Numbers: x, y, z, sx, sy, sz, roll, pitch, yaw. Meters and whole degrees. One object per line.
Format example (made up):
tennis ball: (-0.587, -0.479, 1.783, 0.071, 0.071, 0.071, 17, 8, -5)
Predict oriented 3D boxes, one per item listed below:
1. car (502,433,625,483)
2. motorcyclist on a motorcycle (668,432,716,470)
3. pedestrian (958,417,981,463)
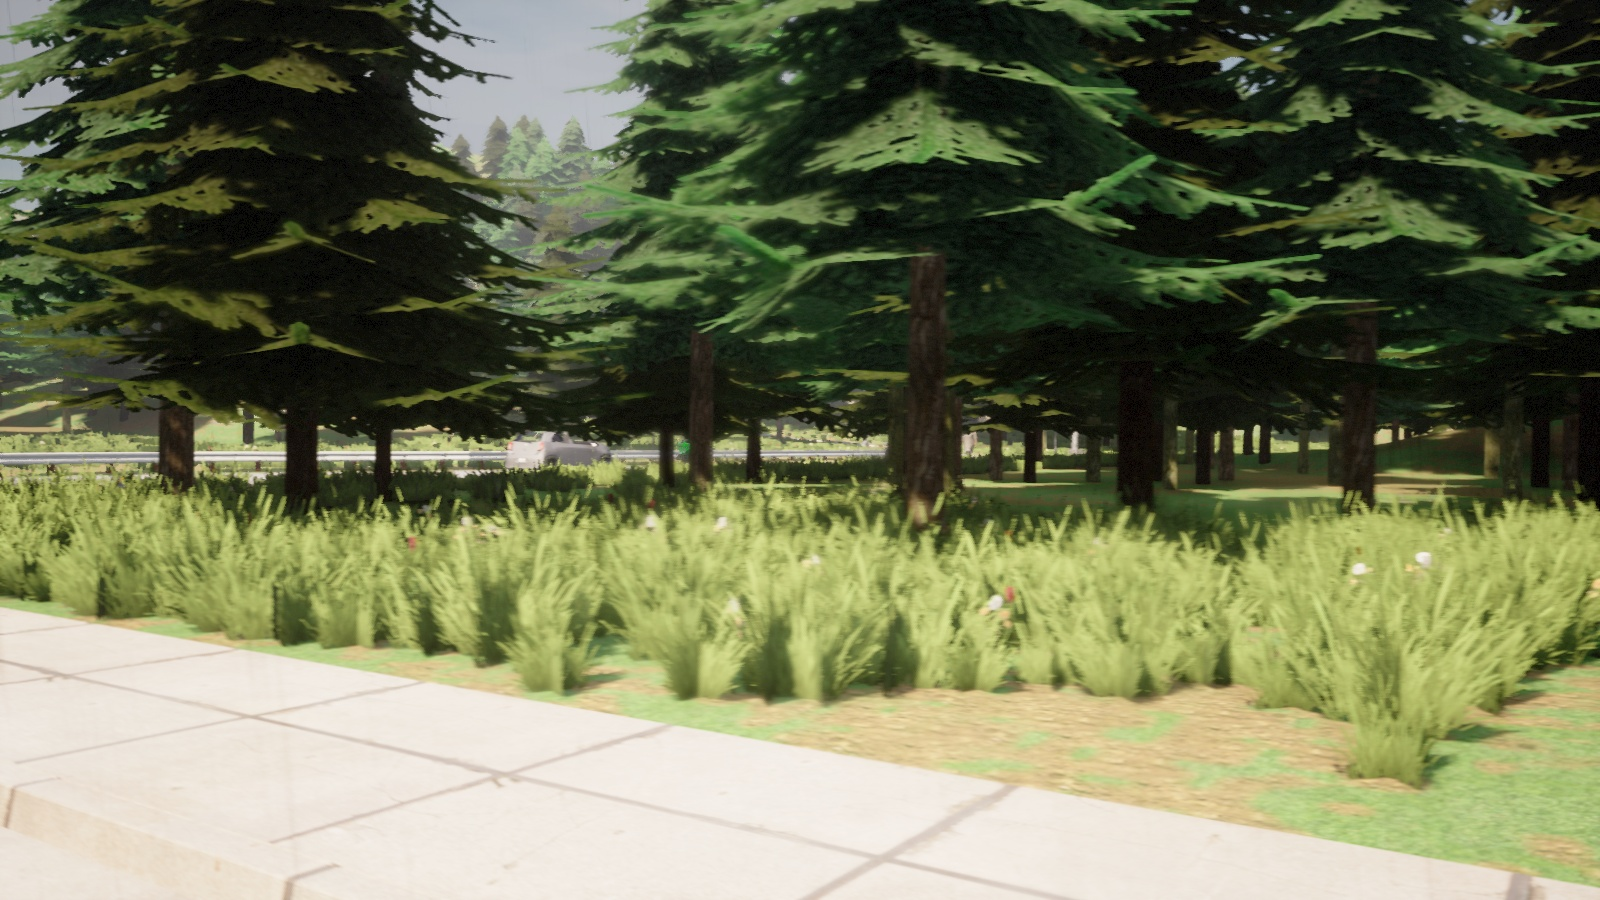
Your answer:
car: (-7.532, 0.238, 40.246, 1.845, 1.501, 3.633, 0, 1, 33)
motorcyclist on a motorcycle: (-4.400, 0.026, 51.310, 0.797, 1.523, 2.044, 0, 1, 34)
pedestrian: (7.333, -0.441, 54.295, 0.659, 1.952, 0.873, 0, 1, 34)
